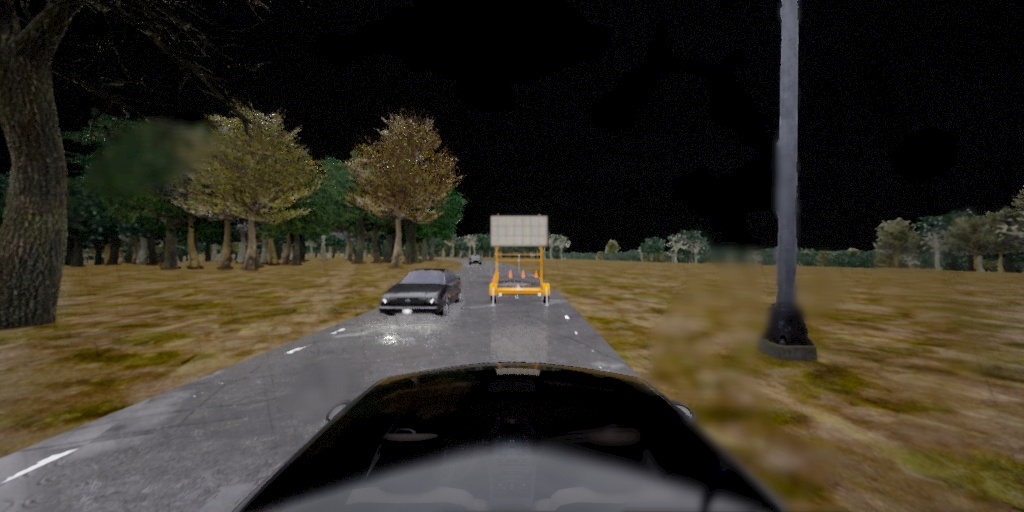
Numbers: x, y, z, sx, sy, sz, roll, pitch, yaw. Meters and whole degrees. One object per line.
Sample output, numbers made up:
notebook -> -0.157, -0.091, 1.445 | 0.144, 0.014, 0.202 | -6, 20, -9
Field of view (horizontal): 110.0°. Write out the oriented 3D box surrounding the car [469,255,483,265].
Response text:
car -> -5.402, 0.582, 52.953 | 1.837, 1.490, 4.892 | 0, 1, -8

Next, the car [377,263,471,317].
car -> -2.926, 1.147, 12.783 | 2.033, 1.411, 5.357 | 0, 1, 1

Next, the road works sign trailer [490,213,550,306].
road works sign trailer -> 0.285, 0.042, 14.709 | 2.380, 3.560, 2.880 | 0, 0, -1
